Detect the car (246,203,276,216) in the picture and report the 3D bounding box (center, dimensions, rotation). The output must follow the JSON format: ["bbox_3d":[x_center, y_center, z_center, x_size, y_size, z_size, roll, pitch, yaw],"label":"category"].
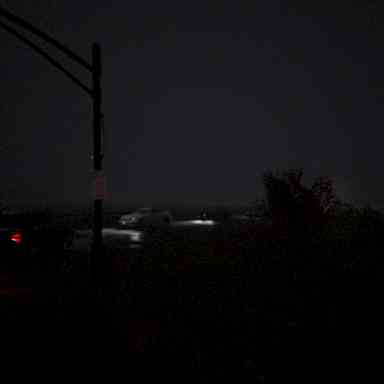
[{"bbox_3d":[8.931,2.155,42.598,1.882,1.535,5.008,-1,-2,35],"label":"car"}]

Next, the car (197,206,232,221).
[{"bbox_3d":[2.298,2.061,32.993,1.994,1.385,4.181,-1,-2,34],"label":"car"}]

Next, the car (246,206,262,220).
[{"bbox_3d":[7.141,2.028,33.426,2.033,1.411,5.357,-1,-2,31],"label":"car"}]

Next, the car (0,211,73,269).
[{"bbox_3d":[-5.761,1.408,11.377,2.097,1.767,4.553,0,-1,-1],"label":"car"}]

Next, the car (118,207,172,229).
[{"bbox_3d":[-3.361,1.869,24.777,1.812,1.442,4.674,-1,-2,35],"label":"car"}]
